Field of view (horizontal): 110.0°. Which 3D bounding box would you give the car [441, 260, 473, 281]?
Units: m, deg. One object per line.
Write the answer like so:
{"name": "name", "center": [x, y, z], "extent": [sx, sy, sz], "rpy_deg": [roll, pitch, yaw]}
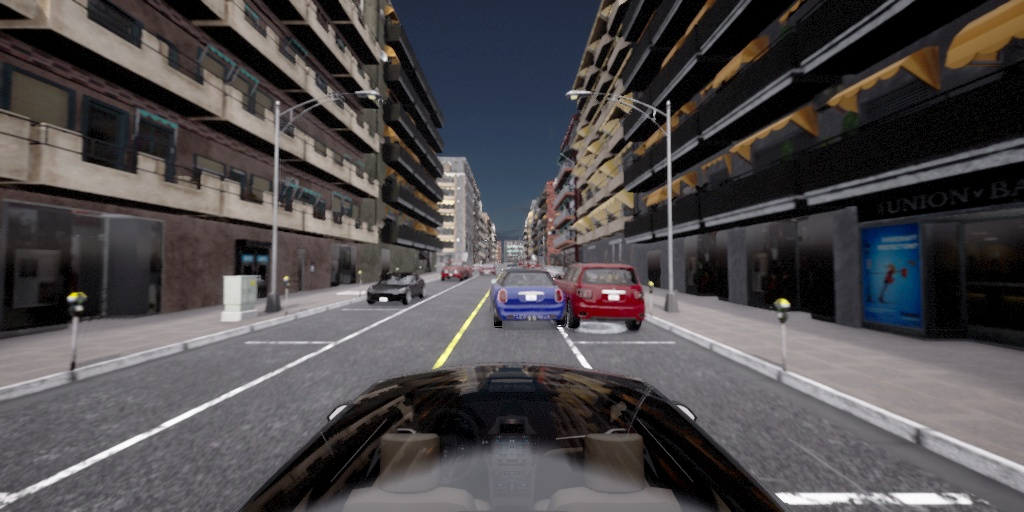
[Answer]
{"name": "car", "center": [-5.306, 1.336, 33.562], "extent": [2.192, 1.841, 5.009], "rpy_deg": [0, 0, 0]}

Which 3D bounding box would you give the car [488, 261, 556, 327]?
{"name": "car", "center": [0.367, 1.184, 12.031], "extent": [2.097, 1.767, 4.553], "rpy_deg": [0, 0, -4]}

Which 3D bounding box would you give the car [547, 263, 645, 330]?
{"name": "car", "center": [2.537, 1.141, 11.381], "extent": [2.192, 1.841, 5.009], "rpy_deg": [0, 0, 0]}

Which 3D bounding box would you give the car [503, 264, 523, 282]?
{"name": "car", "center": [0.107, 1.551, 33.916], "extent": [1.812, 1.442, 4.674], "rpy_deg": [0, -1, 0]}

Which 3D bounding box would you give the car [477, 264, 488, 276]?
{"name": "car", "center": [-2.801, 1.636, 42.588], "extent": [1.812, 1.442, 4.674], "rpy_deg": [0, -1, 0]}

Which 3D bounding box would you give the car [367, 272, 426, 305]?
{"name": "car", "center": [-5.310, 1.438, 16.974], "extent": [1.948, 1.339, 4.313], "rpy_deg": [0, 0, 0]}

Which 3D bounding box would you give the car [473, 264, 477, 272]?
{"name": "car", "center": [-5.305, 1.621, 39.093], "extent": [1.888, 1.381, 4.507], "rpy_deg": [0, 0, 0]}
